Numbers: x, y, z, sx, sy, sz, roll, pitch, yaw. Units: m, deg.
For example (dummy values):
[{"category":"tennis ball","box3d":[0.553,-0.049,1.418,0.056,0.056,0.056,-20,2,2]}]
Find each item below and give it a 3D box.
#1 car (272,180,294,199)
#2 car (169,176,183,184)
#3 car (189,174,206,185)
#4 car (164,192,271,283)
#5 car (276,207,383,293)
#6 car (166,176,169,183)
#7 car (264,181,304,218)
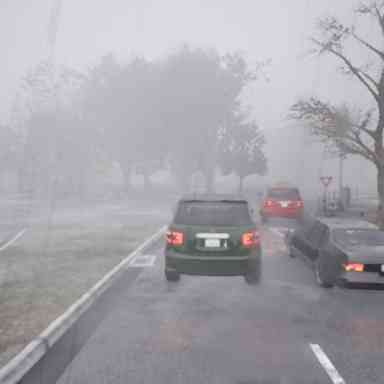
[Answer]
[{"category":"car","box3d":[10.043,-0.381,36.433,2.097,1.767,4.553,1,4,18]},{"category":"car","box3d":[-2.805,-2.363,67.546,1.882,1.535,5.008,-1,4,-14]},{"category":"car","box3d":[1.145,-2.479,64.808,2.150,2.045,5.566,-2,4,-19]},{"category":"car","box3d":[0.583,1.026,9.278,2.150,2.045,5.566,0,2,4]},{"category":"car","box3d":[3.796,1.379,8.631,2.033,1.411,5.357,0,2,4]},{"category":"car","box3d":[-5.694,-3.320,85.014,2.097,1.767,4.553,0,2,-4]},{"category":"car","box3d":[5.083,0.614,19.321,2.150,2.045,5.566,1,3,10]}]
